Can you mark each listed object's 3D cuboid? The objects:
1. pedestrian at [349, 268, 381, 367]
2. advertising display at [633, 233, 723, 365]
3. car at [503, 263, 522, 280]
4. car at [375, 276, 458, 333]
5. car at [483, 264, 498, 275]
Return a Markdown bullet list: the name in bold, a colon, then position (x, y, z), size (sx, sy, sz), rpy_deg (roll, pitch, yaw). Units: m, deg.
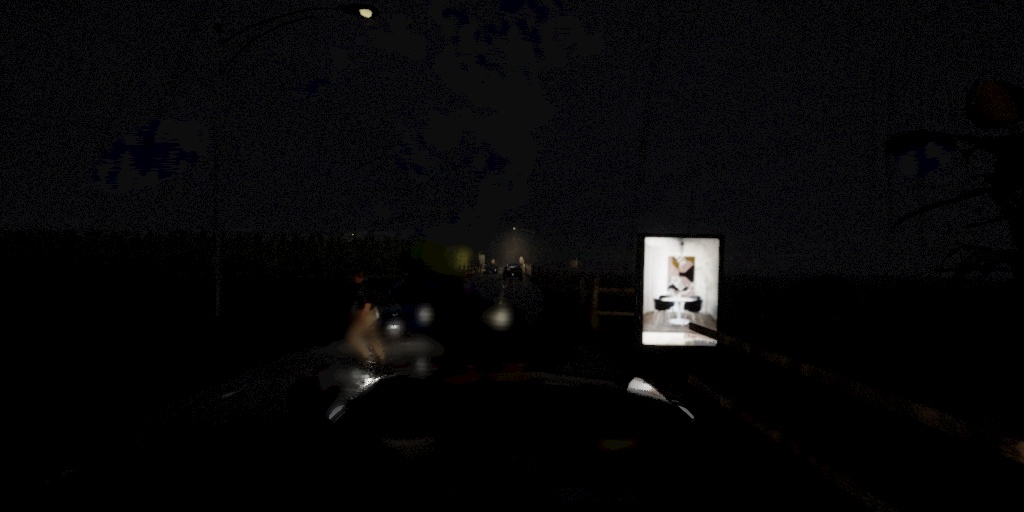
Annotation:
- **pedestrian**: position (-2.663, 1.072, 6.473), size (0.375, 1.860, 0.375), rpy_deg (-1, 1, -10)
- **advertising display**: position (3.122, 0.806, 6.818), size (1.540, 2.440, 0.280), rpy_deg (0, 0, 0)
- **car**: position (0.075, 1.626, 36.304), size (2.128, 1.511, 4.902), rpy_deg (0, -1, 0)
- **car**: position (-2.862, 1.367, 11.344), size (2.033, 1.411, 5.357), rpy_deg (0, 0, -1)
- **car**: position (-2.869, 1.819, 49.119), size (1.882, 1.535, 5.008), rpy_deg (0, -1, 0)
